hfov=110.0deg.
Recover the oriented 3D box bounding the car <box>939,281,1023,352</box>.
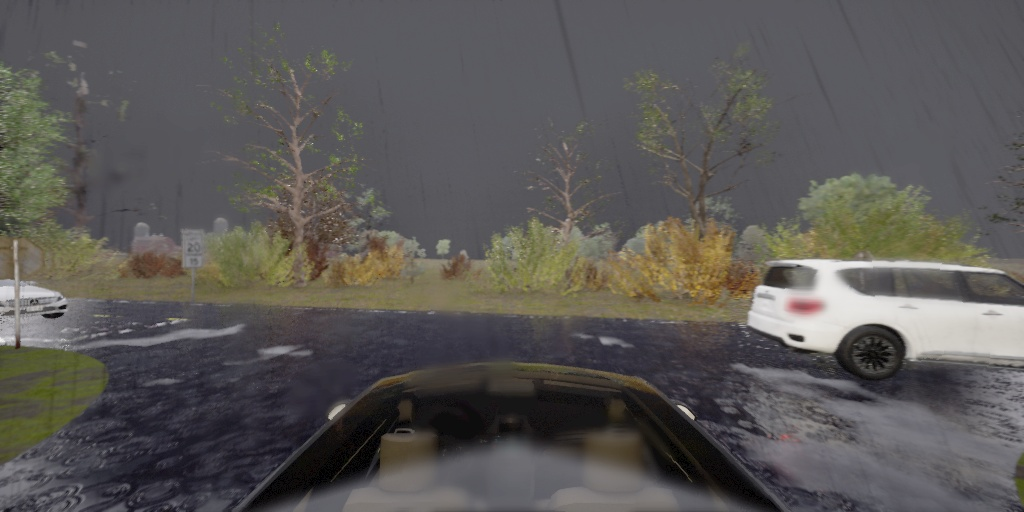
[{"bbox_3d":[14.355,1.484,8.717,4.902,1.511,2.128,1,0,9],"label":"car"}]

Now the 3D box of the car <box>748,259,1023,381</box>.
[{"bbox_3d":[7.716,1.130,6.772,5.566,2.045,2.150,2,0,9],"label":"car"}]

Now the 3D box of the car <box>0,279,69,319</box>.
[{"bbox_3d":[-15.563,1.164,10.323,4.674,1.442,1.812,1,0,9],"label":"car"}]
